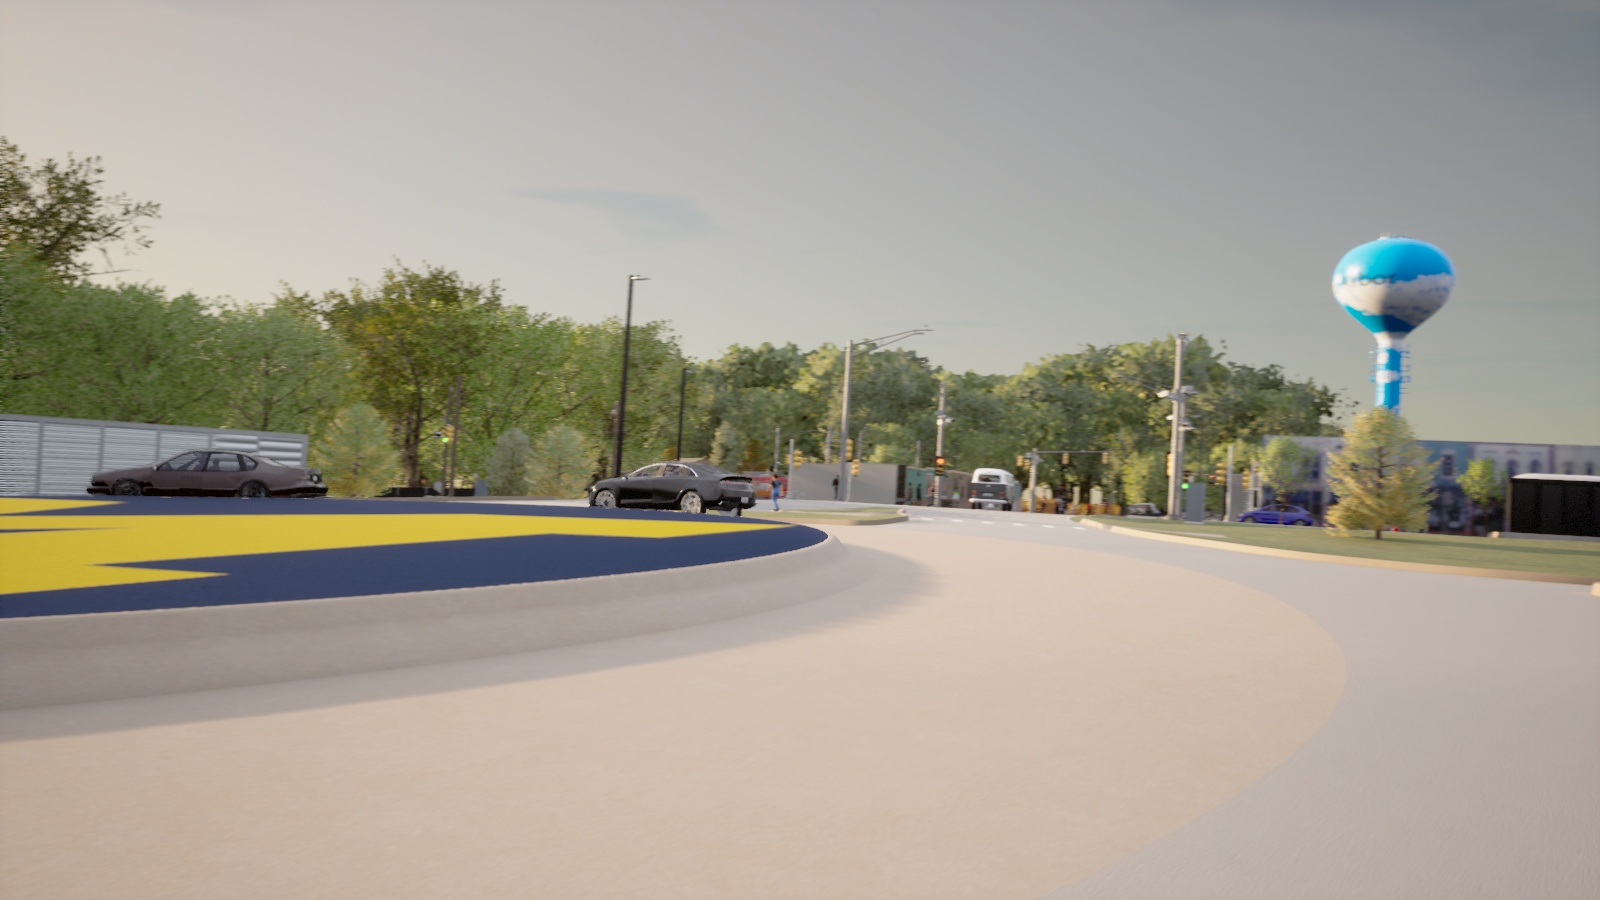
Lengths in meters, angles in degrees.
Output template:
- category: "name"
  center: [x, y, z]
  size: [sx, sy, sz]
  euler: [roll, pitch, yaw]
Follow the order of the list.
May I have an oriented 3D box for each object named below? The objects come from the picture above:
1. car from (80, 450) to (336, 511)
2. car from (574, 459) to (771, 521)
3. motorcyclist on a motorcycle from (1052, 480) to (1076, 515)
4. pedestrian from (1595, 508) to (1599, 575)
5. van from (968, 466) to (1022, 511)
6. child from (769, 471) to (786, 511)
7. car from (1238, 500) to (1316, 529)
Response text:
- category: "car"
  center: [-14.653, 0.788, 31.353]
  size: [5.357, 1.411, 2.033]
  euler: [1, -3, -4]
- category: "car"
  center: [-3.423, 1.065, 33.455]
  size: [4.902, 1.511, 2.128]
  euler: [-1, -4, 32]
- category: "motorcyclist on a motorcycle"
  center: [13.212, 2.380, 62.784]
  size: [0.766, 1.649, 2.350]
  euler: [2, -2, 21]
- category: "pedestrian"
  center: [22.639, 2.549, 34.679]
  size: [0.900, 1.855, 0.874]
  euler: [2, -3, 15]
- category: "van"
  center: [9.761, 1.965, 62.633]
  size: [2.069, 2.038, 4.480]
  euler: [2, -2, 16]
- category: "child"
  center: [-0.730, 1.342, 40.917]
  size: [0.437, 1.263, 0.270]
  euler: [1, -4, 43]
- category: "car"
  center: [28.044, 3.789, 73.808]
  size: [4.193, 1.474, 1.816]
  euler: [2, -3, 22]
